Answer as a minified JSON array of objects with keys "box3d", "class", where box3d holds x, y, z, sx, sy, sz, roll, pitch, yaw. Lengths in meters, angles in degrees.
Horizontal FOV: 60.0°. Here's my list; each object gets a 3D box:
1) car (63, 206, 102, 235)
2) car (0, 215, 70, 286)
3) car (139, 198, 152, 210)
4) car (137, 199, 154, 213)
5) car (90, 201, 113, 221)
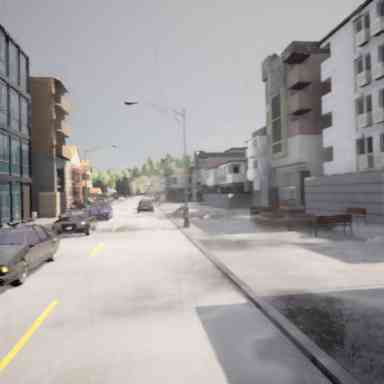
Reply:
[{"box3d":[-6.834,1.765,19.709,1.994,1.385,4.181,-1,0,-8],"class":"car"},{"box3d":[-5.410,1.697,9.960,2.033,1.411,5.357,-1,0,-8],"class":"car"},{"box3d":[-7.028,1.734,49.978,1.882,1.535,5.008,-1,0,-8],"class":"car"},{"box3d":[-5.588,1.769,40.124,1.994,1.385,4.181,-1,0,-8],"class":"car"},{"box3d":[-8.295,1.605,29.771,2.097,1.767,4.553,-1,0,-8],"class":"car"}]
